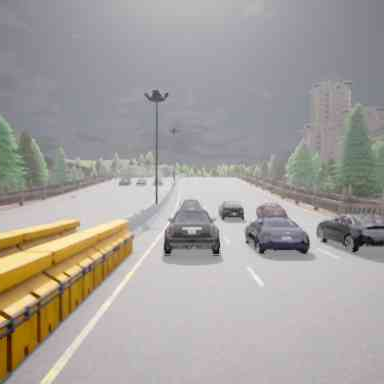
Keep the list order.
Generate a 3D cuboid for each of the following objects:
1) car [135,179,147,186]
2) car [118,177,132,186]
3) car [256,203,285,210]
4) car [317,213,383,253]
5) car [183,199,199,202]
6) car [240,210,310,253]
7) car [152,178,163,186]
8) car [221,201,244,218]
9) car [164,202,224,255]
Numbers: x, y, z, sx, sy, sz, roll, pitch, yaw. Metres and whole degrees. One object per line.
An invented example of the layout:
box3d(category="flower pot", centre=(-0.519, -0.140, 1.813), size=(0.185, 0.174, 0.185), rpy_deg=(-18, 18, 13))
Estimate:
box3d(category="car", centre=(-10.824, -2.147, 71.190), size=(2.033, 1.411, 5.357), rpy_deg=(0, 6, 0))
box3d(category="car", centre=(-14.324, -2.334, 71.180), size=(2.097, 1.767, 4.553), rpy_deg=(0, 6, 0))
box3d(category="car", centre=(6.919, 1.618, 29.323), size=(1.994, 1.385, 4.181), rpy_deg=(0, 2, 0))
box3d(category="car", centre=(6.999, 1.626, 14.293), size=(2.128, 1.511, 4.902), rpy_deg=(0, 0, 0))
box3d(category="car", centre=(-0.082, 1.409, 29.068), size=(2.097, 1.767, 4.553), rpy_deg=(0, 2, 0))
box3d(category="car", centre=(3.499, 1.697, 14.293), size=(1.994, 1.385, 4.181), rpy_deg=(0, 0, 0))
box3d(category="car", centre=(-7.324, -2.162, 71.208), size=(1.812, 1.442, 4.674), rpy_deg=(0, 6, 0))
box3d(category="car", centre=(3.419, 1.525, 29.467), size=(1.882, 1.535, 5.008), rpy_deg=(0, 2, 0))
box3d(category="car", centre=(-0.002, 1.481, 14.084), size=(2.097, 1.767, 4.553), rpy_deg=(0, -1, 0))
